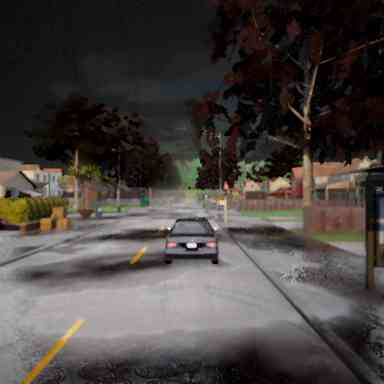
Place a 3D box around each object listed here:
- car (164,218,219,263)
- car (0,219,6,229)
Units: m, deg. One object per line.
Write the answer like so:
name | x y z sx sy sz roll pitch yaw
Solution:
car | 0.005 1.678 12.511 2.033 1.411 5.357 0 -1 0
car | -12.894 1.539 17.614 5.357 1.415 2.033 0 -1 3
